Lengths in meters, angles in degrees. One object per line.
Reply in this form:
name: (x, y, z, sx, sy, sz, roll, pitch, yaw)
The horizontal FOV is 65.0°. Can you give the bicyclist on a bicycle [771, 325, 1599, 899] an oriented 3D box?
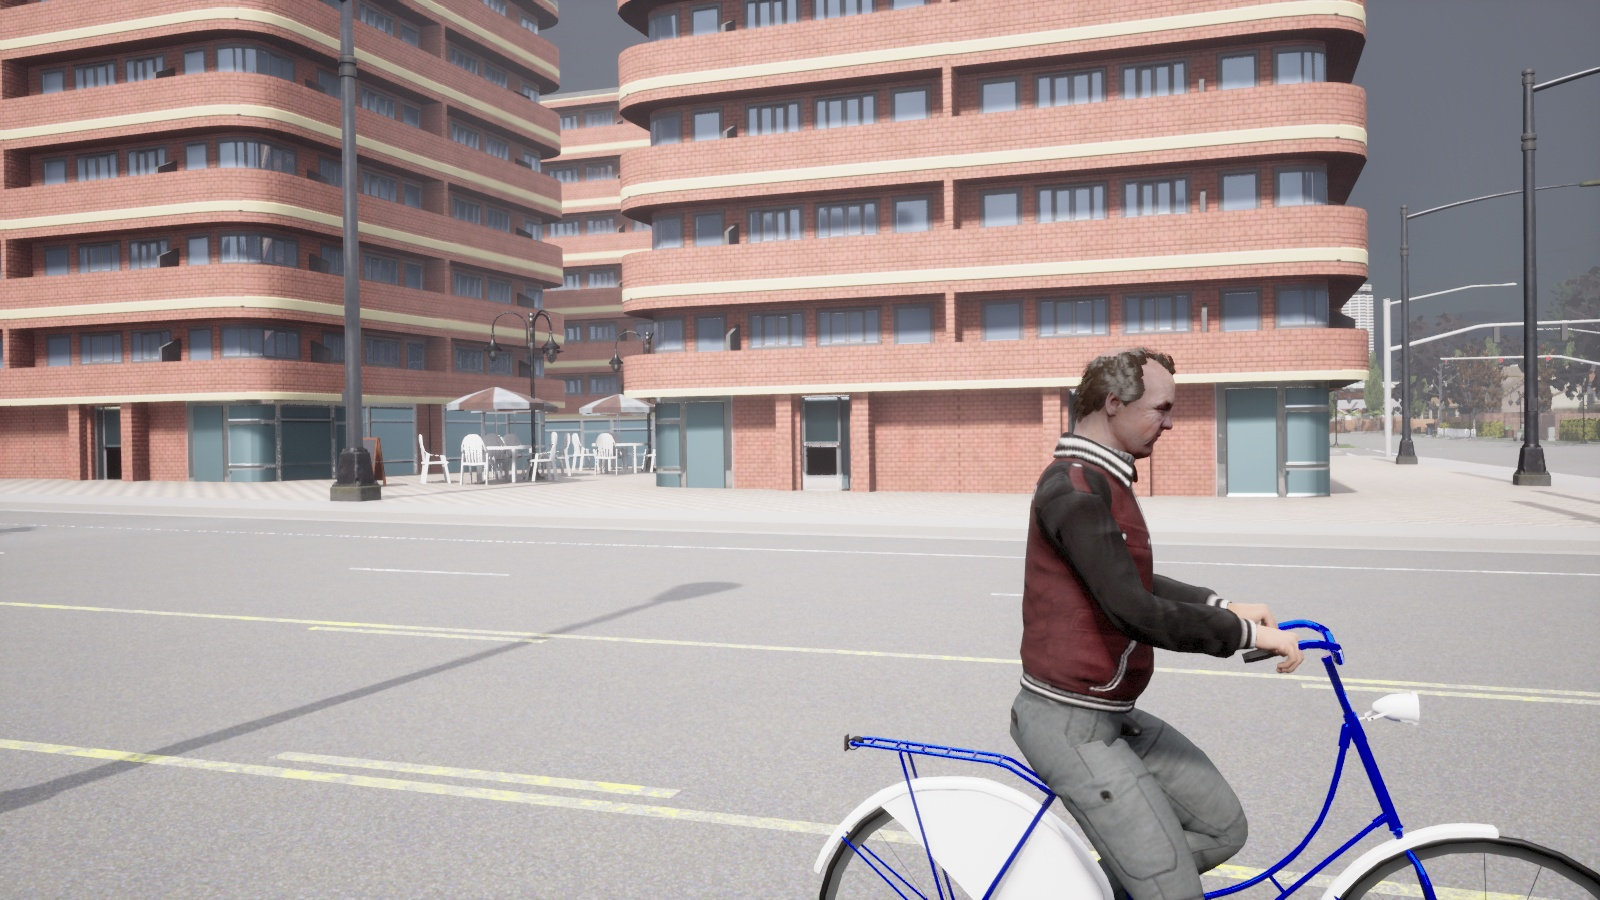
bicyclist on a bicycle: (0.913, 0.654, 2.814, 1.843, 1.776, 0.659, 0, 1, 18)
